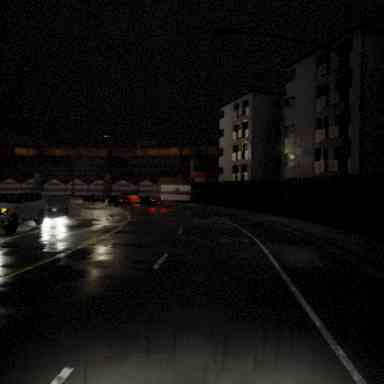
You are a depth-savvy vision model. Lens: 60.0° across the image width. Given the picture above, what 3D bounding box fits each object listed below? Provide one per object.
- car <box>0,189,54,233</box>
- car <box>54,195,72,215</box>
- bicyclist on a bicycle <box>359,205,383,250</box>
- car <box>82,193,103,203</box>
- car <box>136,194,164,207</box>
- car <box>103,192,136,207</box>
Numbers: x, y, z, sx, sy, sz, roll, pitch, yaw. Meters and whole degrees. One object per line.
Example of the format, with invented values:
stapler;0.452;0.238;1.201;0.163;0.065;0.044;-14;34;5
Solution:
car;-9.621;0.897;17.598;2.150;2.045;5.566;1;1;-2
car;-11.079;1.053;27.575;2.128;1.511;4.902;1;1;-16
bicyclist on a bicycle;6.863;1.311;11.928;1.656;1.620;0.582;1;0;5
car;-14.442;0.879;48.874;1.994;1.385;4.181;1;1;-43
car;-5.008;1.071;41.193;1.812;1.442;4.674;1;1;-27
car;-8.980;1.023;41.339;2.033;1.411;5.357;1;1;-29
